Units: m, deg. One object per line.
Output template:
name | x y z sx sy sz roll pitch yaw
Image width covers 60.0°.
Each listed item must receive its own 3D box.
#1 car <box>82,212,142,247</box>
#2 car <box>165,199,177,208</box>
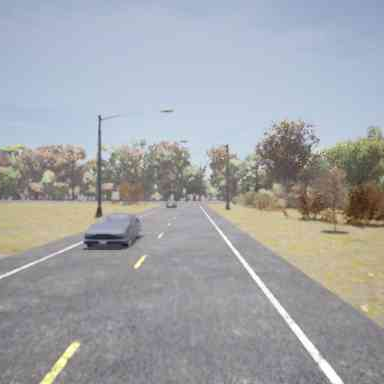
car | -3.611 1.712 16.165 2.033 1.411 5.357 0 -1 0
car | -3.579 2.046 58.088 2.128 1.511 4.902 0 0 0
